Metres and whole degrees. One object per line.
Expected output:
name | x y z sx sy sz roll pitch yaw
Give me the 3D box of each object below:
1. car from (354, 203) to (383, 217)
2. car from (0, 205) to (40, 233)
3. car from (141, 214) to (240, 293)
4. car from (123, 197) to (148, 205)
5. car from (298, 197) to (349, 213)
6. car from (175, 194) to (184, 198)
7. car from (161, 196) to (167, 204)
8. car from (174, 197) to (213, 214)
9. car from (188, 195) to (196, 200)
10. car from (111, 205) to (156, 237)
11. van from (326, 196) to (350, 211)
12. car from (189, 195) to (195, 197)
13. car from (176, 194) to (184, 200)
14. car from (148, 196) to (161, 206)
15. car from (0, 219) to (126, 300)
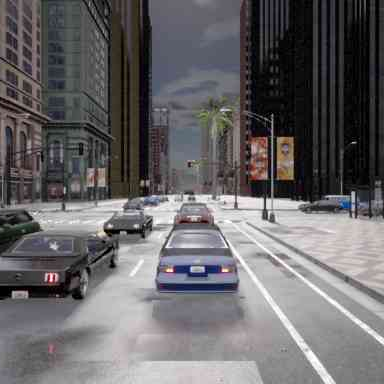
car | 17.064 1.549 29.613 4.403 1.369 2.008 0 0 0
car | -6.601 1.351 10.531 2.097 1.767 4.553 0 0 0
car | 0.100 1.547 8.963 2.033 1.411 5.357 0 0 0
car | -6.609 1.507 37.894 1.837 1.490 4.892 0 -1 0
car | 13.729 1.509 35.471 4.674 1.442 1.812 0 0 2
car | -3.271 1.522 80.402 1.812 1.442 4.674 0 0 0
car | -6.546 1.530 65.875 1.812 1.442 4.674 0 0 1
car | 0.116 1.352 18.406 2.097 1.767 4.553 0 0 0
car | -0.023 1.547 91.476 2.033 1.411 5.357 0 0 0
car | -3.159 1.601 17.503 1.895 1.301 4.718 0 0 0
van | 17.057 1.315 38.137 3.998 1.788 1.690 0 0 0
car | -0.021 1.530 81.255 1.812 1.442 4.674 0 0 0
car | -3.273 1.317 90.405 1.882 1.535 5.008 0 0 0
car | -6.603 1.480 53.795 1.882 1.535 5.008 0 0 0
car | -3.151 1.601 8.335 1.895 1.301 4.718 0 0 0
